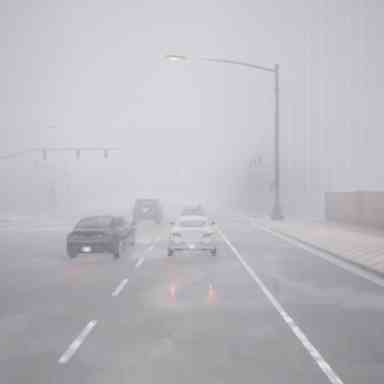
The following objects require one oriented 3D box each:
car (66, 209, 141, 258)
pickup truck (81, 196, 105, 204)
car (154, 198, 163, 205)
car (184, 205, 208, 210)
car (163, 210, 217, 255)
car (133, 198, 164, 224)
[{"bbox_3d":[-3.483,1.658,13.486,1.837,1.490,4.892,0,0,1],"label":"car"},{"bbox_3d":[-24.829,1.988,83.681,2.390,2.098,6.274,0,-1,30],"label":"pickup truck"},{"bbox_3d":[-8.180,2.391,82.081,1.882,1.535,5.008,0,-1,-1],"label":"car"},{"bbox_3d":[0.252,1.811,28.496,2.128,1.511,4.902,0,-1,7],"label":"car"},{"bbox_3d":[0.020,1.681,13.885,1.812,1.442,4.674,0,0,1],"label":"car"},{"bbox_3d":[-3.562,1.533,27.575,2.150,2.045,5.566,0,0,-1],"label":"car"}]
